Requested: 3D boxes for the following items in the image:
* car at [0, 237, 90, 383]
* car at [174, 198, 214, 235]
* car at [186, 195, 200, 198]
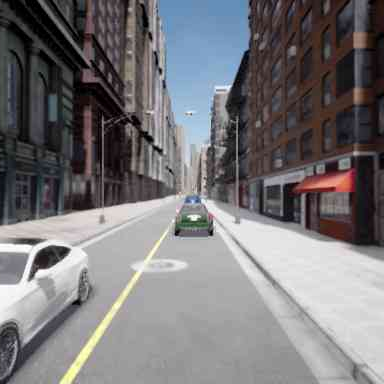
[{"bbox_3d":[-3.082,1.544,5.457,1.812,1.442,4.674,0,0,0],"label":"car"},{"bbox_3d":[0.112,1.418,19.379,2.097,1.767,4.553,0,0,0],"label":"car"},{"bbox_3d":[0.128,1.387,43.952,2.150,2.045,5.566,0,0,0],"label":"car"}]
